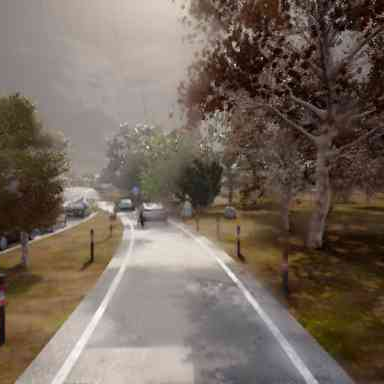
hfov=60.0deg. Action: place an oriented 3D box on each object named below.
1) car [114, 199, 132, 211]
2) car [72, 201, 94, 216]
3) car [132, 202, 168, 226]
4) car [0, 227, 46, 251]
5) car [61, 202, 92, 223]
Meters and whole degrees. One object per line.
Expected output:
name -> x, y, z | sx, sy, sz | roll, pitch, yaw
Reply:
car -> -8.258, 1.558, 40.491 | 1.994, 1.385, 4.181 | -1, 1, -22
car -> -12.544, 1.867, 38.417 | 2.002, 1.452, 4.674 | 1, 0, -14
car -> -2.930, 1.496, 23.820 | 2.128, 1.511, 4.902 | -1, 0, -13
car -> -9.079, 1.771, 15.796 | 2.097, 1.535, 5.008 | 0, -1, -4
car -> -11.172, 1.792, 32.428 | 2.097, 1.535, 5.008 | -1, 0, -8
